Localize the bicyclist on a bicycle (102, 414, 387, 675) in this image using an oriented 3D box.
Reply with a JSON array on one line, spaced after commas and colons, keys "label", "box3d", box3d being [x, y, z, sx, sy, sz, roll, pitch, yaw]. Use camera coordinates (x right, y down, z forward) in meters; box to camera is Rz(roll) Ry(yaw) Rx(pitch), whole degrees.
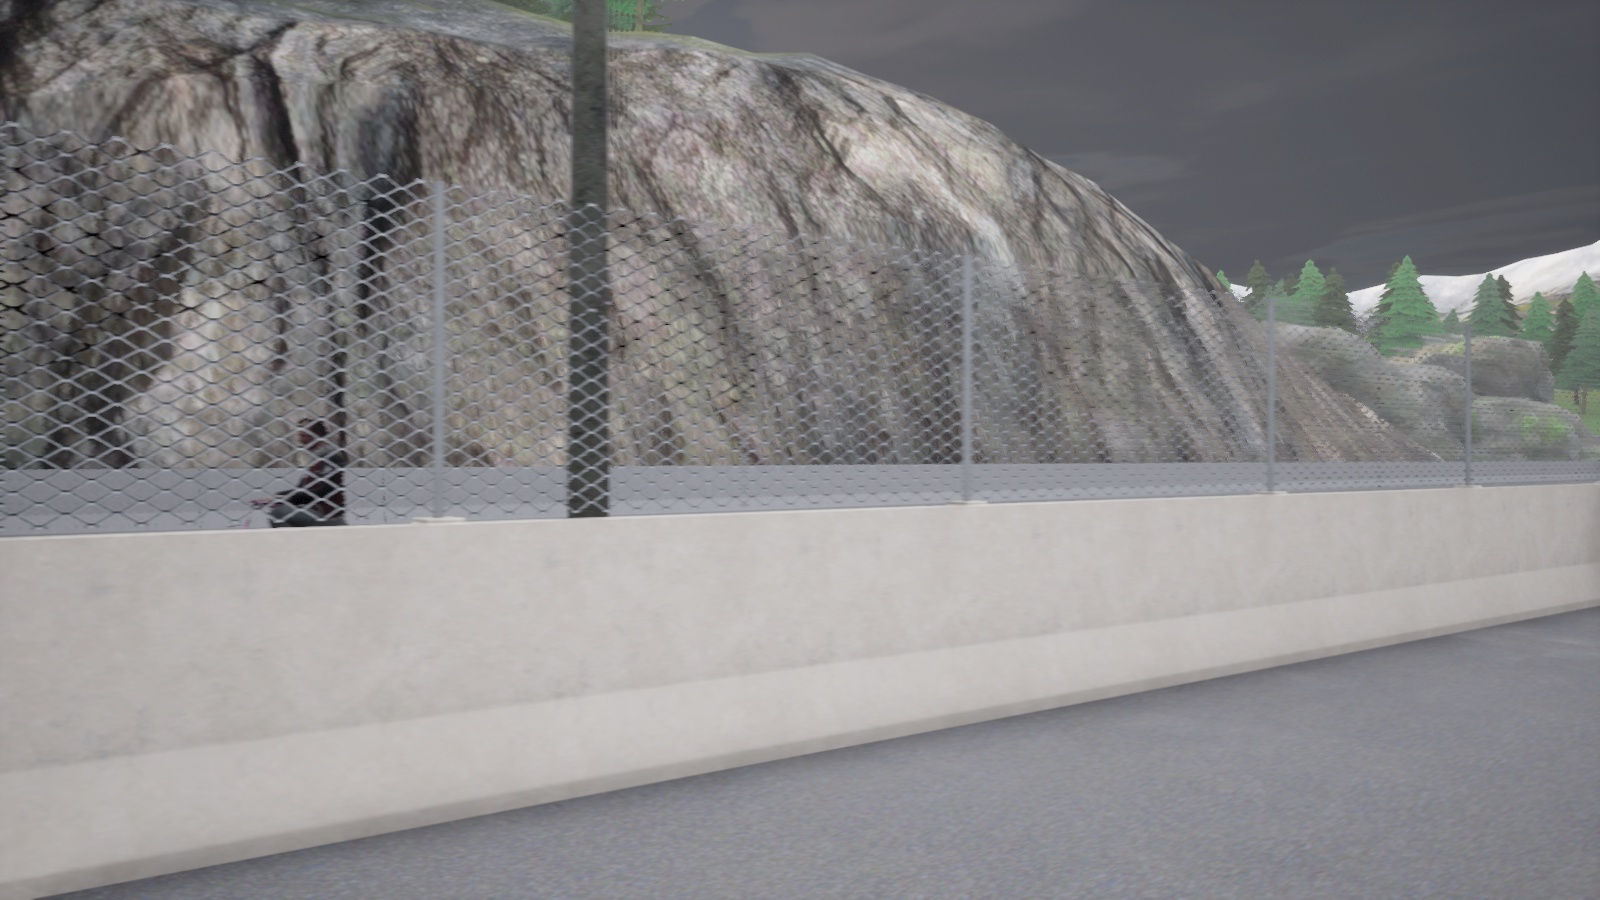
[{"label": "bicyclist on a bicycle", "box3d": [-4.105, 0.649, 9.356, 1.843, 1.776, 0.659, 0, -1, -36]}]
